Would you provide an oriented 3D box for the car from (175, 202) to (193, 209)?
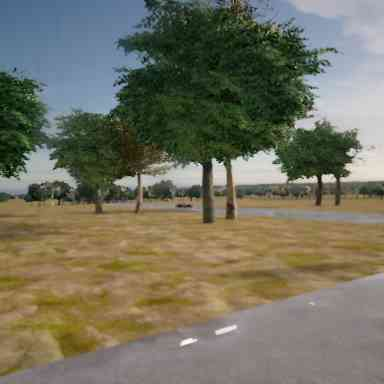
[{"bbox_3d":[-1.553,2.630,65.266,1.895,1.301,4.718,-2,0,-28],"label":"car"}]
